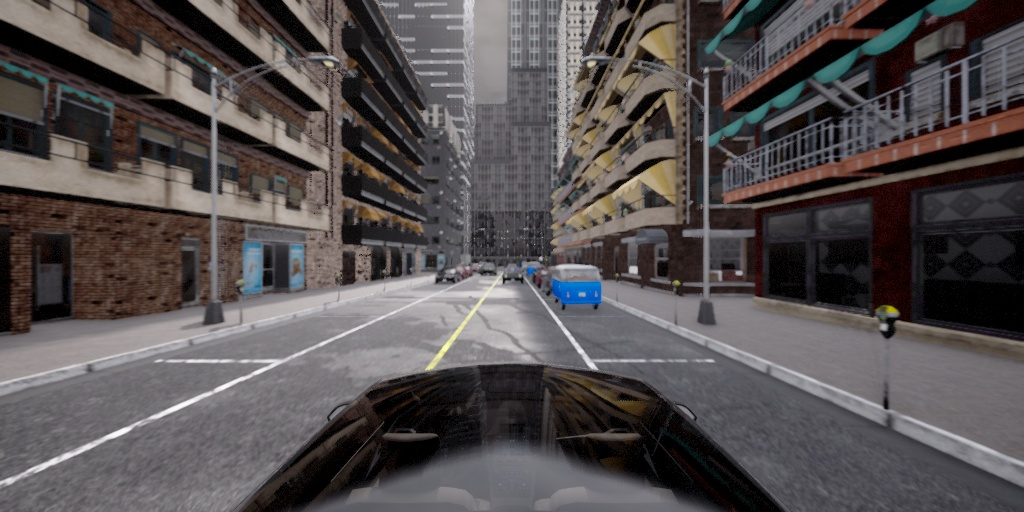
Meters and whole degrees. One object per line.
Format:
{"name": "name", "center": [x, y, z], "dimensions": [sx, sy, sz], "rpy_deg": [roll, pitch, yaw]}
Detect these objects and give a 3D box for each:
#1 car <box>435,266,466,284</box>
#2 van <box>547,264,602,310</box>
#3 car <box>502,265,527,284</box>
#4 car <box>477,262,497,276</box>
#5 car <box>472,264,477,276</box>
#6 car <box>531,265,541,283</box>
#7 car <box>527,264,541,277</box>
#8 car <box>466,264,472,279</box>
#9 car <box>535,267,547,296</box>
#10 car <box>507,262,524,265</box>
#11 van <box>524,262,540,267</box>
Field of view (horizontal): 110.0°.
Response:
{"name": "car", "center": [-5.695, 1.714, 32.389], "dimensions": [1.948, 1.339, 4.313], "rpy_deg": [0, 0, 0]}
{"name": "van", "center": [2.688, 1.270, 15.557], "dimensions": [1.690, 1.789, 3.998], "rpy_deg": [0, 0, 0]}
{"name": "car", "center": [0.086, 1.746, 32.183], "dimensions": [1.895, 1.301, 4.718], "rpy_deg": [0, -1, 0]}
{"name": "car", "center": [-3.087, 1.697, 47.473], "dimensions": [2.097, 1.767, 4.553], "rpy_deg": [0, -1, 0]}
{"name": "car", "center": [-5.696, 1.876, 43.592], "dimensions": [1.802, 1.307, 4.207], "rpy_deg": [0, 0, 0]}
{"name": "car", "center": [2.687, 1.619, 26.760], "dimensions": [1.888, 1.381, 4.507], "rpy_deg": [0, 0, 0]}
{"name": "car", "center": [2.686, 1.713, 32.361], "dimensions": [1.948, 1.339, 4.313], "rpy_deg": [0, 0, 0]}
{"name": "car", "center": [-5.696, 1.766, 37.991], "dimensions": [1.888, 1.381, 4.507], "rpy_deg": [0, 0, 0]}
{"name": "car", "center": [2.688, 1.552, 21.158], "dimensions": [2.007, 1.370, 4.403], "rpy_deg": [0, 0, 0]}
{"name": "car", "center": [0.085, 1.643, 43.450], "dimensions": [2.097, 1.767, 4.553], "rpy_deg": [0, -1, 0]}
{"name": "van", "center": [2.685, 1.634, 43.564], "dimensions": [1.690, 1.789, 3.998], "rpy_deg": [0, 0, 0]}
